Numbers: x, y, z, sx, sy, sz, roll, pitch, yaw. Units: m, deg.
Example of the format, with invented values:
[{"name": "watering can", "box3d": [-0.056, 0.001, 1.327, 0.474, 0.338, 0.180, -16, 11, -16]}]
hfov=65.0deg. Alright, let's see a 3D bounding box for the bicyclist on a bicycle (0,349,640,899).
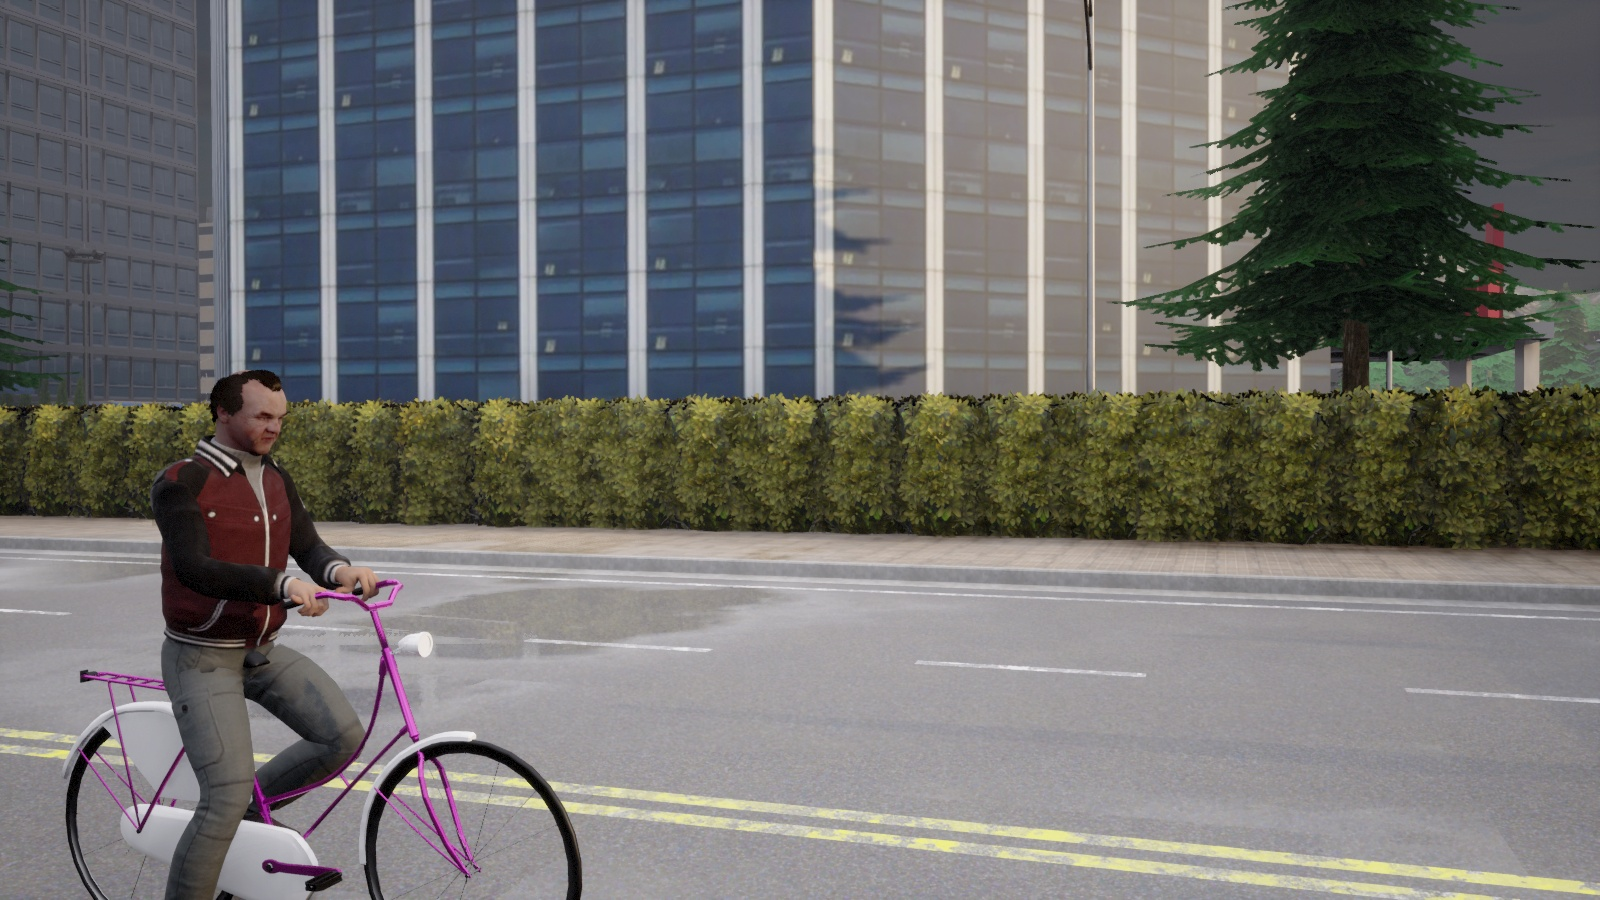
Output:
[{"name": "bicyclist on a bicycle", "box3d": [-1.451, 0.633, 3.680, 1.843, 1.776, 0.659, 0, 1, 19]}]
